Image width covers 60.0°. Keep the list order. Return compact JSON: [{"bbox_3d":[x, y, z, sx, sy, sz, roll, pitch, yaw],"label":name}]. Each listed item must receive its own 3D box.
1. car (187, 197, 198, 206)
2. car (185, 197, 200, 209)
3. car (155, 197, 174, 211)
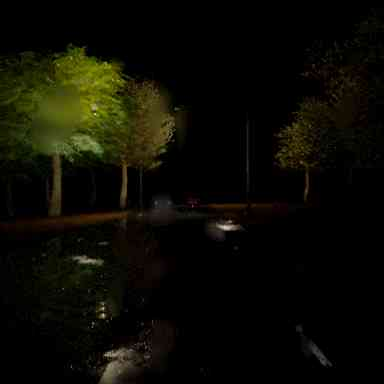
[{"bbox_3d":[0.034,1.677,60.136,1.882,1.535,5.008,0,0,0],"label":"car"},{"bbox_3d":[0.127,1.636,47.762,1.837,1.490,4.892,0,0,0],"label":"car"},{"bbox_3d":[-3.518,1.457,42.996,2.097,1.767,4.553,0,0,1],"label":"car"}]
